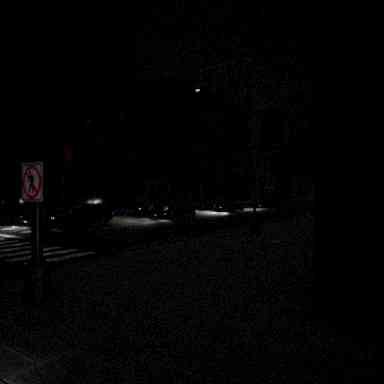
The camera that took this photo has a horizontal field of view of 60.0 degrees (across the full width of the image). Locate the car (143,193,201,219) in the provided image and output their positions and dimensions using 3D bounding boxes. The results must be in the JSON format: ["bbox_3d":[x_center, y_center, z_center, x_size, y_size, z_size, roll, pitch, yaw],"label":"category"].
[{"bbox_3d":[-1.614,1.258,28.271,2.097,1.767,4.553,0,0,35],"label":"car"}]

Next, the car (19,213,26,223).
[{"bbox_3d":[-9.112,1.496,23.322,2.033,1.411,5.357,0,0,34],"label":"car"}]

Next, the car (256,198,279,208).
[{"bbox_3d":[9.994,1.422,44.613,1.895,1.301,4.718,0,0,36],"label":"car"}]

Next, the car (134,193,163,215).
[{"bbox_3d":[-3.053,1.126,31.868,2.150,2.045,5.566,0,0,35],"label":"car"}]

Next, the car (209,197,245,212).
[{"bbox_3d":[4.130,1.428,36.387,1.994,1.385,4.181,0,0,35],"label":"car"}]

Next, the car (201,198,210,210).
[{"bbox_3d":[2.651,1.366,39.916,1.837,1.490,4.892,0,0,35],"label":"car"}]

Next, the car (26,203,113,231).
[{"bbox_3d":[-7.113,1.438,20.502,2.128,1.511,4.902,0,0,35],"label":"car"}]
